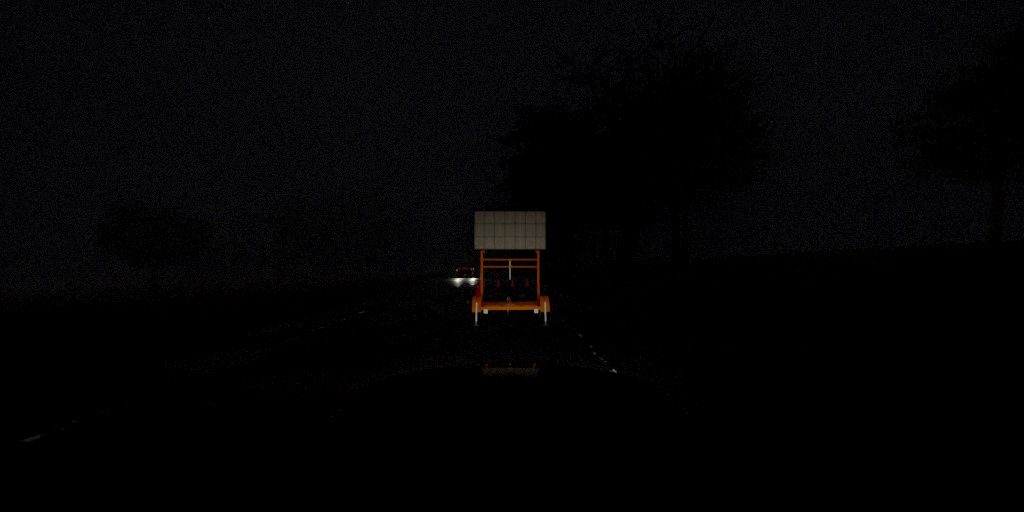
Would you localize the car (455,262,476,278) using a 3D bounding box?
[{"bbox_3d":[-5.115,1.481,39.930,2.097,1.767,4.553,0,-1,-5],"label":"car"}]

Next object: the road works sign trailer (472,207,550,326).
[{"bbox_3d":[-0.065,0.231,11.701,2.380,3.560,2.880,0,0,-2],"label":"road works sign trailer"}]
